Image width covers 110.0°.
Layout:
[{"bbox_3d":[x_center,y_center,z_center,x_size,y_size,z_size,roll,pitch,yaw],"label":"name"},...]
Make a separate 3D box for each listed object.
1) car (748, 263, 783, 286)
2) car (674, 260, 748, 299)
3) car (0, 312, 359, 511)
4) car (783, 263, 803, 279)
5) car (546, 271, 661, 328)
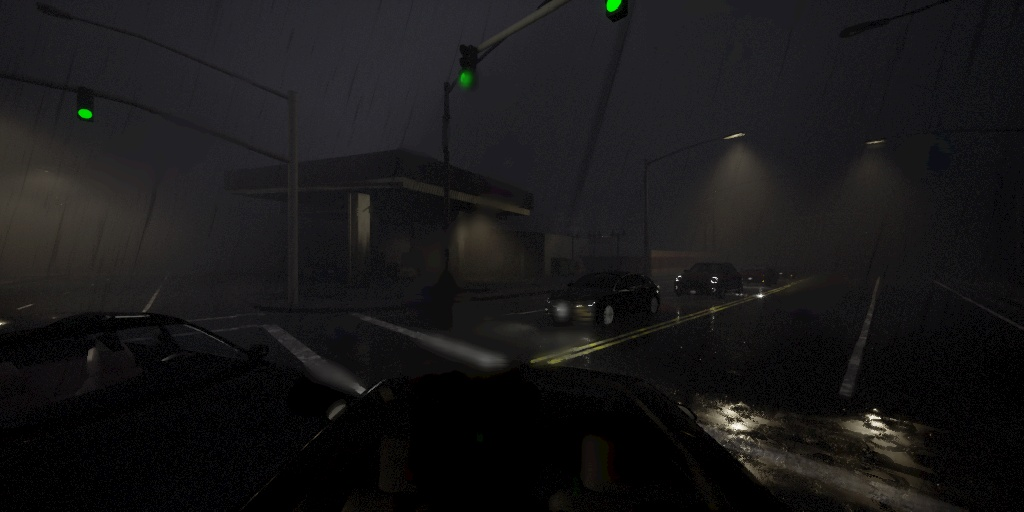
[{"bbox_3d":[17.157,1.314,25.102,4.181,1.385,1.994,0,0,-45],"label":"car"},{"bbox_3d":[10.092,1.102,18.333,4.553,1.767,2.097,0,0,-44],"label":"car"},{"bbox_3d":[-3.368,1.242,2.739,4.902,1.511,2.128,0,0,16],"label":"car"},{"bbox_3d":[24.432,1.314,32.009,4.181,1.385,1.994,0,0,-43],"label":"car"},{"bbox_3d":[3.115,1.255,11.627,4.892,1.490,1.837,0,0,-44],"label":"car"}]
